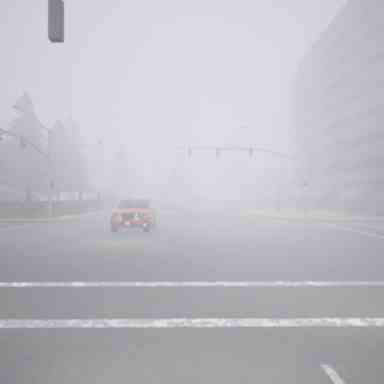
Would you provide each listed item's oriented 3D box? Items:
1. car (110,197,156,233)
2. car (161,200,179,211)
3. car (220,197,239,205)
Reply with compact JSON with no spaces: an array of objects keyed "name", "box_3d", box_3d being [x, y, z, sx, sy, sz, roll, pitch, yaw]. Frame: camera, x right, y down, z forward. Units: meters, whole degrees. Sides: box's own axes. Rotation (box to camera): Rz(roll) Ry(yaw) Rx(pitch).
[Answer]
[{"name":"car","box_3d":[-3.514,1.371,20.886,2.150,2.045,5.566,0,0,0]},{"name":"car","box_3d":[-2.933,1.768,45.572,1.812,1.442,4.674,-1,0,7]},{"name":"car","box_3d":[7.744,1.839,68.019,2.128,1.511,4.902,-1,-1,45]}]
